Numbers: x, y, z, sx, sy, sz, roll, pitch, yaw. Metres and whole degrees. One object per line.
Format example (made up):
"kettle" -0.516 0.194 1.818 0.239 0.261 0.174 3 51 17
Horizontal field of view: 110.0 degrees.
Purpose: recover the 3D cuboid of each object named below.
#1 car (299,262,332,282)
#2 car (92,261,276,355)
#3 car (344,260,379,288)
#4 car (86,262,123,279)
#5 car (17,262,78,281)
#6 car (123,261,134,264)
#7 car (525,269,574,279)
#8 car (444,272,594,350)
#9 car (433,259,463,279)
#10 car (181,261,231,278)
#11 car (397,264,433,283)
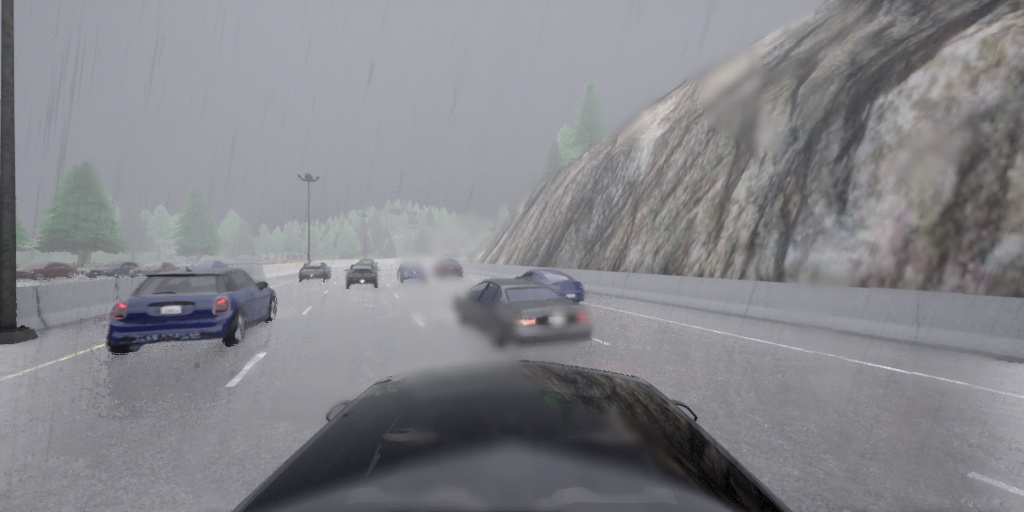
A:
"car" -15.702 1.240 28.746 2.128 1.511 4.902 0 0 -21
"car" -7.616 1.101 9.121 2.097 1.767 4.553 0 0 -23
"car" -9.975 1.253 23.895 1.837 1.490 4.892 0 0 -22
"car" -35.920 1.254 32.609 1.837 1.490 4.892 0 0 -18
"car" -38.504 1.225 29.381 1.882 1.535 5.008 0 0 -19
"car" -32.148 1.273 32.404 1.812 1.442 4.674 0 0 -19
"car" 1.269 1.275 15.094 1.812 1.442 4.674 0 0 -23
"car" -0.086 1.297 9.246 2.033 1.411 5.357 0 0 -23
"car" -5.852 1.100 32.390 2.097 1.767 4.553 0 0 -21
"car" -29.116 1.225 34.354 1.882 1.535 5.008 0 0 -19
"car" -7.819 1.296 27.849 2.033 1.411 5.357 0 0 -22
